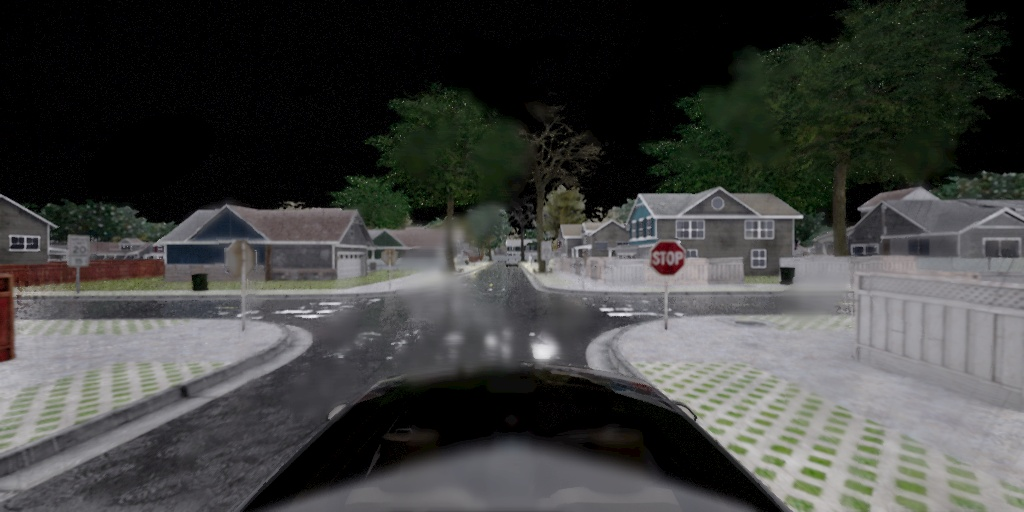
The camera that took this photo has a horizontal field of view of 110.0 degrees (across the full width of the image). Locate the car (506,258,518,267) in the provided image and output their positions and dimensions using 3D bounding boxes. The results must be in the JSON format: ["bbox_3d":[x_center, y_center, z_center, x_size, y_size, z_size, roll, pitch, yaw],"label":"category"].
[{"bbox_3d":[-0.003,1.106,58.143,1.994,1.385,4.181,0,0,0],"label":"car"}]
